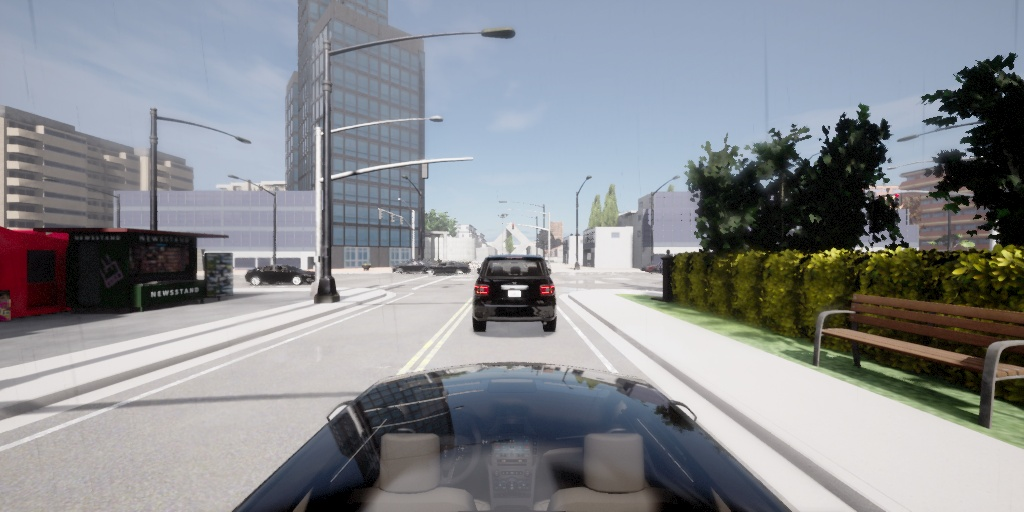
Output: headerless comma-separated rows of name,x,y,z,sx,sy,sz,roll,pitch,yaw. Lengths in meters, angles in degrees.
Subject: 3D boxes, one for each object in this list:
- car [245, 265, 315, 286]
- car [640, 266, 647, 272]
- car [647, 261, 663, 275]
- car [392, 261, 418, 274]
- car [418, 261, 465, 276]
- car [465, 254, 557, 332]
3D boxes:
car,-16.638,1.362,26.130,4.892,1.490,1.837,-1,0,0
car,17.467,1.263,40.590,5.357,1.411,2.033,0,0,0
car,17.341,1.267,37.080,5.357,1.411,2.033,0,0,-1
car,-10.940,1.294,40.372,4.902,1.511,2.128,0,0,0
car,-6.735,1.291,36.904,4.892,1.490,1.837,0,0,0
car,0.075,0.971,11.036,2.150,2.045,5.566,0,0,0
